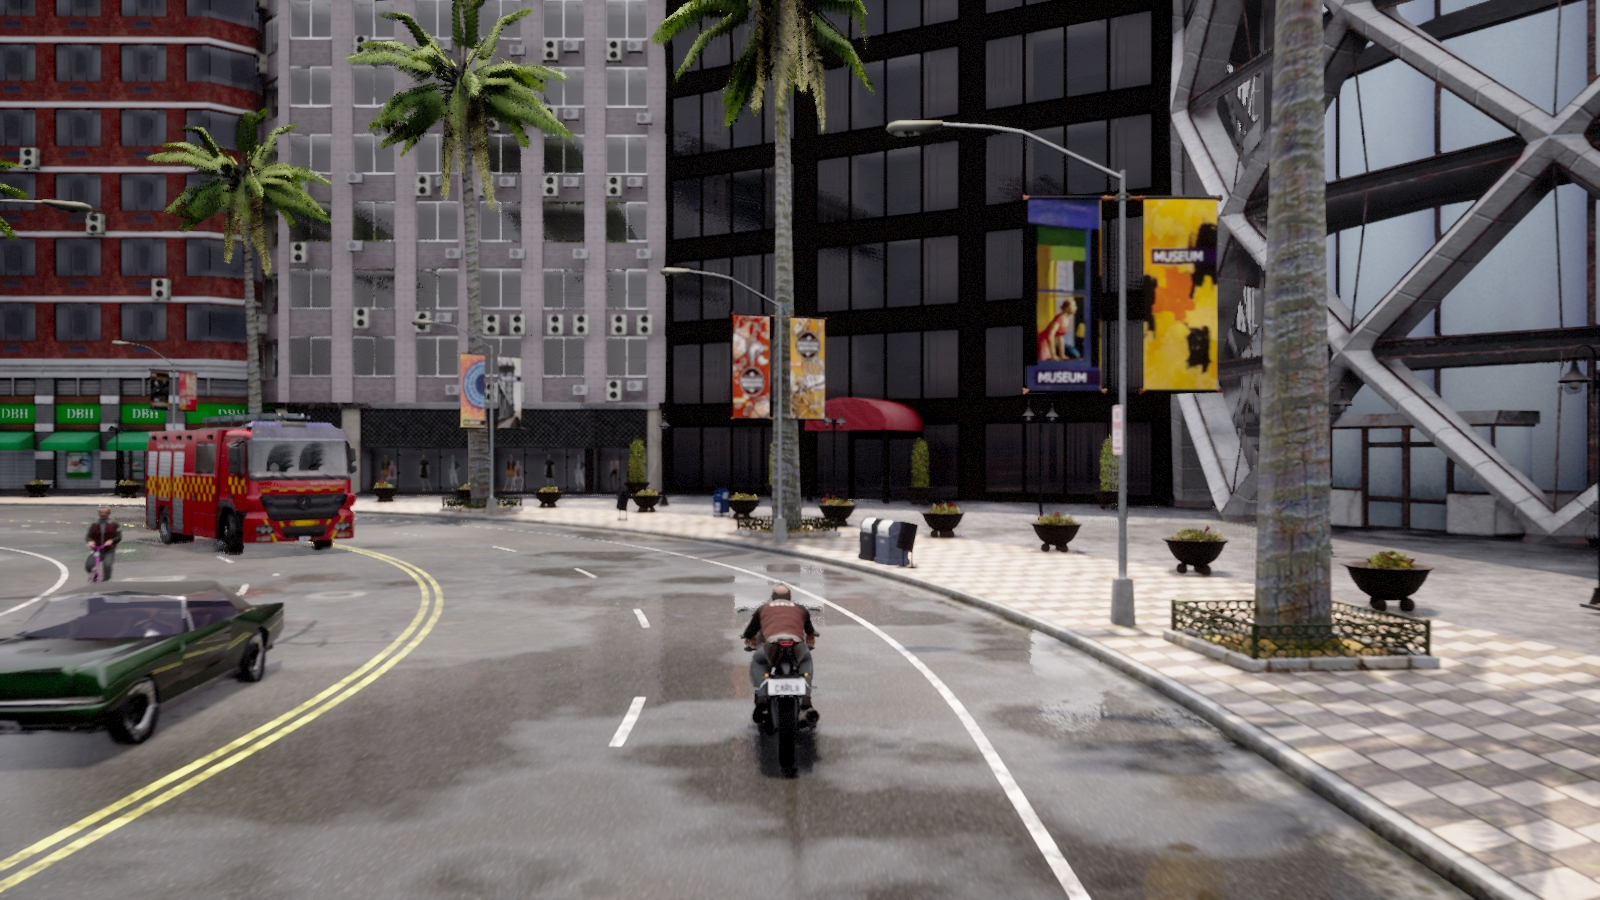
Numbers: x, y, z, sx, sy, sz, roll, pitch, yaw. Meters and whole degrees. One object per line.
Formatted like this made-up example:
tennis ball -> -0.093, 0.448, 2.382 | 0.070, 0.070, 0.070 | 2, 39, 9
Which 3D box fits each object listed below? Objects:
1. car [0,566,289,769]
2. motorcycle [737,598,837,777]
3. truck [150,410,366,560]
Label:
car -> -7.353, 2.155, 12.403 | 1.895, 1.301, 4.718 | 0, 0, -5
motorcycle -> -0.173, 2.205, 11.040 | 0.867, 1.251, 2.209 | 0, 0, -3
truck -> -15.904, 0.891, 33.156 | 8.468, 3.827, 2.891 | 0, 0, 44
